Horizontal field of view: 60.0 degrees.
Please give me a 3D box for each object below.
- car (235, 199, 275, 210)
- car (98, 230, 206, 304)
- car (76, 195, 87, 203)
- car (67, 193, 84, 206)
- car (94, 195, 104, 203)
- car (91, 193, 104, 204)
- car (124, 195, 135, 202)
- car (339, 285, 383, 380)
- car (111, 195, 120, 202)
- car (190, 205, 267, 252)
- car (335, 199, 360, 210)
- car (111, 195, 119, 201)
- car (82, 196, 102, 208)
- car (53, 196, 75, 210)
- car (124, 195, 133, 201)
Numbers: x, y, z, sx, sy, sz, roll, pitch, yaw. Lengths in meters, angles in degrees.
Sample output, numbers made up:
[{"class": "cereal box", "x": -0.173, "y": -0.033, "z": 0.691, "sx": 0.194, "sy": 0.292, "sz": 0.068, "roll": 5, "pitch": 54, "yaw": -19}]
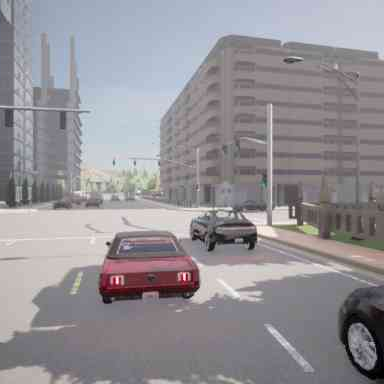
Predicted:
[{"class": "car", "x": 6.987, "y": 1.560, "z": 37.768, "sx": 4.892, "sy": 1.490, "sz": 1.837, "roll": 0, "pitch": 0, "yaw": -14}, {"class": "car", "x": -1.173, "y": 1.601, "z": 8.230, "sx": 1.895, "sy": 1.301, "sz": 4.718, "roll": 0, "pitch": 0, "yaw": -11}, {"class": "car", "x": -23.410, "y": 1.478, "z": 70.578, "sx": 1.882, "sy": 1.535, "sz": 5.008, "roll": 0, "pitch": 0, "yaw": -14}, {"class": "car", "x": -19.917, "y": 1.214, "z": 55.918, "sx": 2.150, "sy": 2.045, "sz": 5.566, "roll": 0, "pitch": 1, "yaw": -13}, {"class": "car", "x": -20.526, "y": 1.524, "z": 73.530, "sx": 2.128, "sy": 1.511, "sz": 4.902, "roll": 0, "pitch": 0, "yaw": -14}, {"class": "car", "x": -17.238, "y": 1.224, "z": 59.758, "sx": 2.150, "sy": 2.045, "sz": 5.566, "roll": 0, "pitch": 0, "yaw": -13}, {"class": "car", "x": -14.764, "y": 1.591, "z": 79.457, "sx": 1.895, "sy": 1.301, "sz": 4.718, "roll": 0, "pitch": 0, "yaw": -14}, {"class": "car", "x": 3.123, "y": 1.505, "z": 2.695, "sx": 1.837, "sy": 1.490, "sz": 4.892, "roll": 0, "pitch": 0, "yaw": -6}, {"class": "car", "x": -18.155, "y": 1.548, "z": 78.589, "sx": 1.994, "sy": 1.385, "sz": 4.181, "roll": 0, "pitch": 0, "yaw": -14}, {"class": "car", "x": 1.155, "y": 1.491, "z": 14.081, "sx": 2.128, "sy": 1.511, "sz": 4.902, "roll": 0, "pitch": 0, "yaw": -12}, {"class": "car", "x": 18.916, "y": 1.602, "z": 40.739, "sx": 5.357, "sy": 1.411, "sz": 2.033, "roll": 0, "pitch": 0, "yaw": -14}, {"class": "car", "x": -20.536, "y": 1.547, "z": 88.376, "sx": 1.994, "sy": 1.385, "sz": 4.181, "roll": 0, "pitch": 0, "yaw": -14}, {"class": "car", "x": -14.703, "y": 1.601, "z": 49.235, "sx": 1.895, "sy": 1.301, "sz": 4.718, "roll": 0, "pitch": 0, "yaw": -13}, {"class": "car", "x": -16.986, "y": 1.601, "z": 43.775, "sx": 1.895, "sy": 1.301, "sz": 4.718, "roll": 0, "pitch": 0, "yaw": -14}, {"class": "car", "x": -17.135, "y": 1.535, "z": 89.204, "sx": 2.033, "sy": 1.411, "sz": 5.357, "roll": 0, "pitch": 0, "yaw": -14}]
